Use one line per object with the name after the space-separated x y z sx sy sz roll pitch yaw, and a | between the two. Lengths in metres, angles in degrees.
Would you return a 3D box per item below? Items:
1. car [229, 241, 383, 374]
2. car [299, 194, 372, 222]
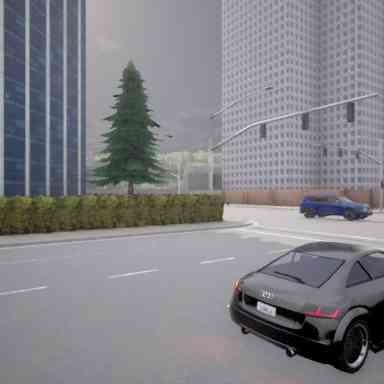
2.661 1.564 5.679 4.181 1.385 1.994 0 0 -35 | car
11.554 1.224 27.214 2.150 2.045 5.566 0 0 -42 | car
